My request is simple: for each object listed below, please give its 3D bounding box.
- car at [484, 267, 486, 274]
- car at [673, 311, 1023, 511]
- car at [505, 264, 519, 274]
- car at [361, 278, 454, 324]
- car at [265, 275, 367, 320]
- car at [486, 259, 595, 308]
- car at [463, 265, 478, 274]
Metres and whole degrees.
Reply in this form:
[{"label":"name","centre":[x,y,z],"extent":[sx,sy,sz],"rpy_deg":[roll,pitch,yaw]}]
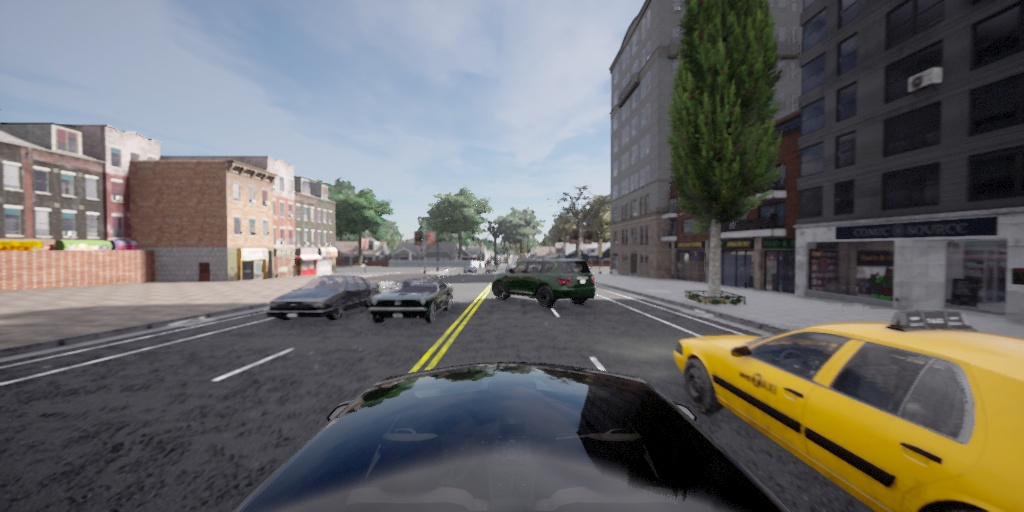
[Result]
[{"label":"car","centre":[-3.277,2.074,56.512],"extent":[1.837,1.490,4.892],"rpy_deg":[0,-1,0]},{"label":"car","centre":[3.252,1.221,3.078],"extent":[1.801,1.575,5.366],"rpy_deg":[0,-1,0]},{"label":"car","centre":[-0.027,2.006,56.799],"extent":[2.128,1.511,4.902],"rpy_deg":[0,-1,0]},{"label":"car","centre":[-3.353,1.473,12.741],"extent":[1.895,1.301,4.718],"rpy_deg":[0,-1,0]},{"label":"car","centre":[-6.604,1.428,13.436],"extent":[2.033,1.411,5.357],"rpy_deg":[0,-1,0]},{"label":"car","centre":[1.284,1.141,16.590],"extent":[2.150,2.045,5.566],"rpy_deg":[1,-1,-36]},{"label":"car","centre":[-6.527,2.112,56.511],"extent":[1.994,1.385,4.181],"rpy_deg":[0,-1,0]}]
